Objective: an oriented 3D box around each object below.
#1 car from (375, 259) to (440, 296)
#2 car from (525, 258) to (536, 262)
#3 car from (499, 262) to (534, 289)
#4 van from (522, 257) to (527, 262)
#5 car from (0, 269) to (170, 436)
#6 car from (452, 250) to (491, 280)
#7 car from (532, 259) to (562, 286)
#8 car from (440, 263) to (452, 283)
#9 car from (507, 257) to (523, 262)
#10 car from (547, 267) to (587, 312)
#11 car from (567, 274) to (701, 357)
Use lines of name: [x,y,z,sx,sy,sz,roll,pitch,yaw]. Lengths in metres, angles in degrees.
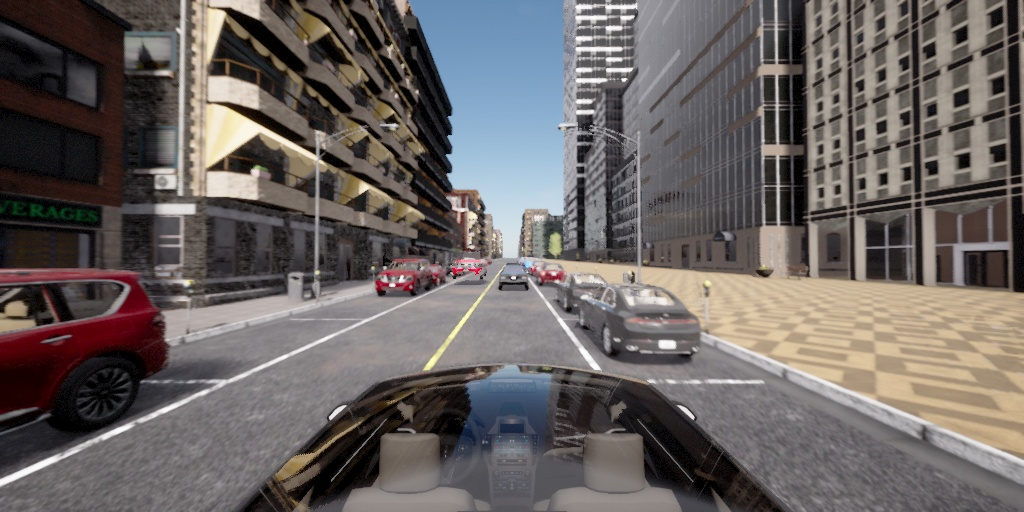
car: [-5.691,1.074,19.548,2.192,1.841,5.009,0,0,0]
car: [2.689,1.209,36.257,1.967,1.591,4.097,0,0,0]
car: [0.097,1.309,23.316,2.033,1.411,5.357,0,0,0]
van: [2.688,1.122,52.967,1.690,1.789,3.998,0,0,0]
car: [-5.689,1.065,2.840,2.192,1.841,5.009,0,0,0]
car: [-3.001,0.603,26.138,2.150,2.045,5.566,0,0,0]
car: [2.689,1.202,25.117,1.967,1.591,4.097,0,0,0]
car: [-5.692,1.307,25.118,1.888,1.381,4.507,0,0,0]
car: [0.097,1.255,48.312,1.882,1.535,5.008,0,0,0]
car: [2.691,1.307,13.978,2.007,1.370,4.403,0,0,0]
car: [2.691,1.304,8.410,2.007,1.370,4.403,0,0,0]
